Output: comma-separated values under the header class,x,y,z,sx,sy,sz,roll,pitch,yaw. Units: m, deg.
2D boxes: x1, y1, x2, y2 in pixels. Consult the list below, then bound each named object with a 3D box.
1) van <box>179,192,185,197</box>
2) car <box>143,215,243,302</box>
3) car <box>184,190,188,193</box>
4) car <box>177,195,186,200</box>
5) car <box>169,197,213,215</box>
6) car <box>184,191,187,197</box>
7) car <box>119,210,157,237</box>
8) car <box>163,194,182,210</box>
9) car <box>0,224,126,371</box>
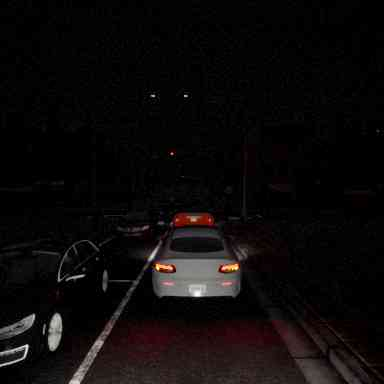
class,x,y,z,sx,sy,sz,roll,pitch,yaw
van,-2.734,1.359,65.645,1.690,1.788,3.998,-1,0,0
car,0.091,1.523,8.109,1.812,1.442,4.674,0,0,0
car,-2.758,1.132,93.358,2.192,1.841,5.009,-1,1,0
car,-2.749,1.429,87.809,2.008,1.369,4.403,-1,0,0
car,0.080,1.353,18.072,2.097,1.767,4.553,0,0,0
car,-2.740,1.308,71.188,2.192,1.841,5.009,-1,0,0
car,-2.676,1.582,16.711,1.802,1.307,4.206,-2,0,0
car,-2.712,1.483,43.489,1.967,1.590,4.097,-2,0,0
car,-2.665,1.548,5.817,2.008,1.369,4.403,-2,0,0
